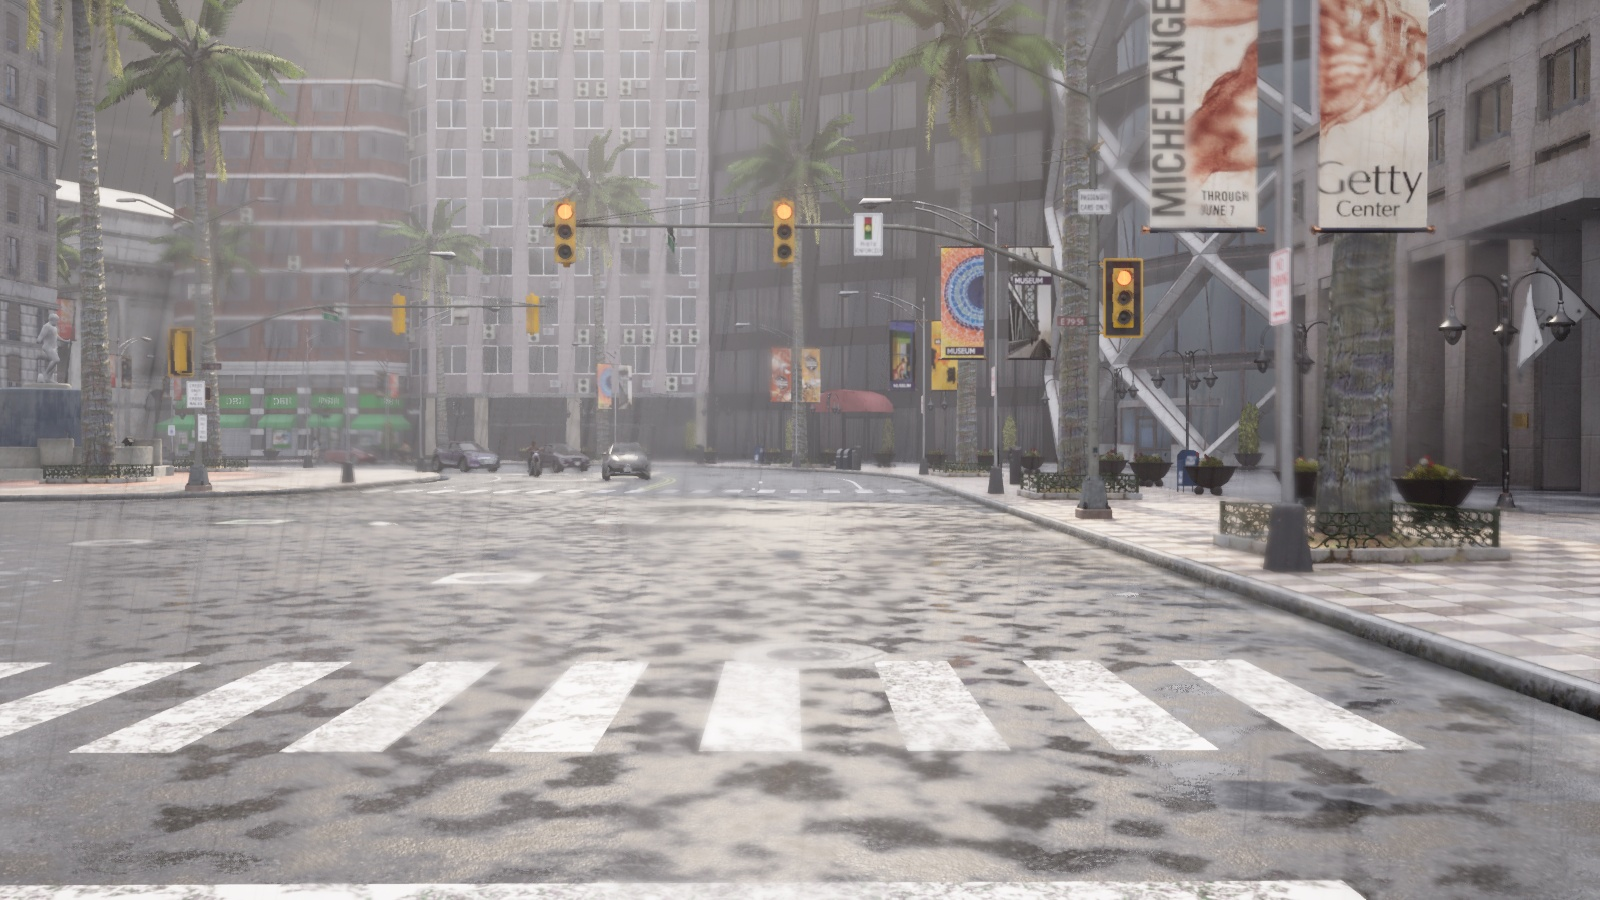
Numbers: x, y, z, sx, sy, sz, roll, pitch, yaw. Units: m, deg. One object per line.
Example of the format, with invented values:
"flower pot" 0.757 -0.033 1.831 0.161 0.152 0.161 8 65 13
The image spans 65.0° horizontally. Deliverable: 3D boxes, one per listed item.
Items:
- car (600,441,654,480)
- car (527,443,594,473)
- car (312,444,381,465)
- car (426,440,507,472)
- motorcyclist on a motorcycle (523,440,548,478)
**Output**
"car" -7.124 0.398 51.339 2.007 1.525 4.514 0 0 -10
"car" -12.458 0.382 65.226 1.816 1.474 4.193 0 0 -36
"car" -31.403 0.294 86.936 4.181 1.385 1.994 0 0 19
"car" -17.630 0.289 66.218 2.033 1.649 4.856 0 0 -44
"motorcyclist on a motorcycle" -11.873 0.370 56.271 0.766 1.649 2.350 -1 1 -20
